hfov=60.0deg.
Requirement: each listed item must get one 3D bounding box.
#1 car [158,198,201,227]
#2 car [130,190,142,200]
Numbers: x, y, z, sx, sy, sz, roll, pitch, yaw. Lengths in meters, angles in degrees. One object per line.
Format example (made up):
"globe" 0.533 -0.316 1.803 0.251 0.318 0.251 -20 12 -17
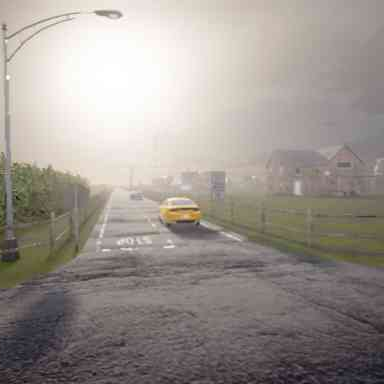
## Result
"car" -0.875 1.081 19.691 1.882 1.535 5.008 -1 1 -13
"car" -9.685 0.476 57.229 2.128 1.511 4.902 -1 1 -13
